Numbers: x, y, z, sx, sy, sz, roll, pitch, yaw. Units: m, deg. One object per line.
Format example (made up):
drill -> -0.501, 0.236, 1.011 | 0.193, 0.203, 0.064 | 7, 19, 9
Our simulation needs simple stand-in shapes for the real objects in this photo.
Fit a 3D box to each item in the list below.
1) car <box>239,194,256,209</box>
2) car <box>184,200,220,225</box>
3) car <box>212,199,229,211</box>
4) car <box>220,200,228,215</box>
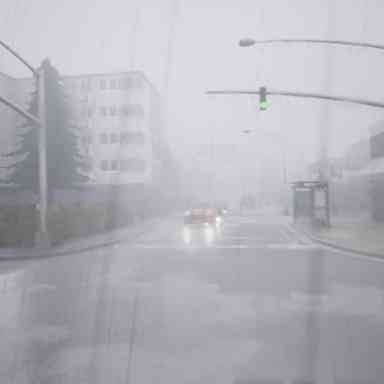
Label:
car -> 7.850, 1.371, 47.370 | 2.150, 2.045, 5.566 | -1, 0, 9
car -> 0.718, 1.506, 25.488 | 2.097, 1.767, 4.553 | -1, 0, 9
car -> 4.030, 1.770, 46.243 | 2.033, 1.411, 5.357 | -1, 0, 9
car -> 2.329, 1.679, 35.743 | 2.128, 1.511, 4.902 | -1, 0, 9
